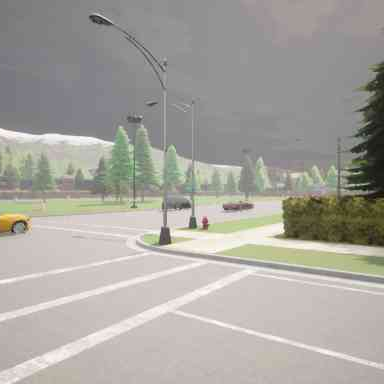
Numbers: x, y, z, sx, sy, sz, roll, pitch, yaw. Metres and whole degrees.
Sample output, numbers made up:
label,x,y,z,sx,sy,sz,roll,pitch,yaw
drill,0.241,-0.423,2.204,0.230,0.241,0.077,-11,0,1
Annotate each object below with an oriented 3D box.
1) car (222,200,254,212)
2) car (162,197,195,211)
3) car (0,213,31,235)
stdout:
label,x,y,z,sx,sy,sz,roll,pitch,yaw
car,5.522,1.601,38.944,1.895,1.301,4.718,0,0,36
car,-1.572,1.351,41.077,2.097,1.767,4.553,0,0,36
car,-10.663,1.477,16.540,1.882,1.535,5.008,0,0,36
